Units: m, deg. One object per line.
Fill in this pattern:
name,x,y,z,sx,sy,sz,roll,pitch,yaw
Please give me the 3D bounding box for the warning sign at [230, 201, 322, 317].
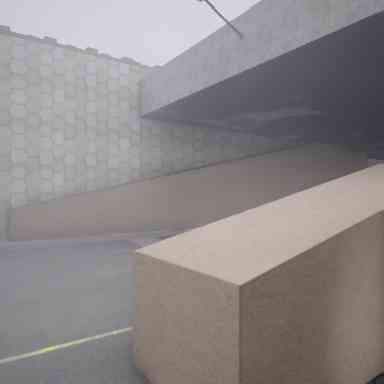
warning sign,1.550,1.115,6.265,1.060,1.860,1.300,0,0,-35
